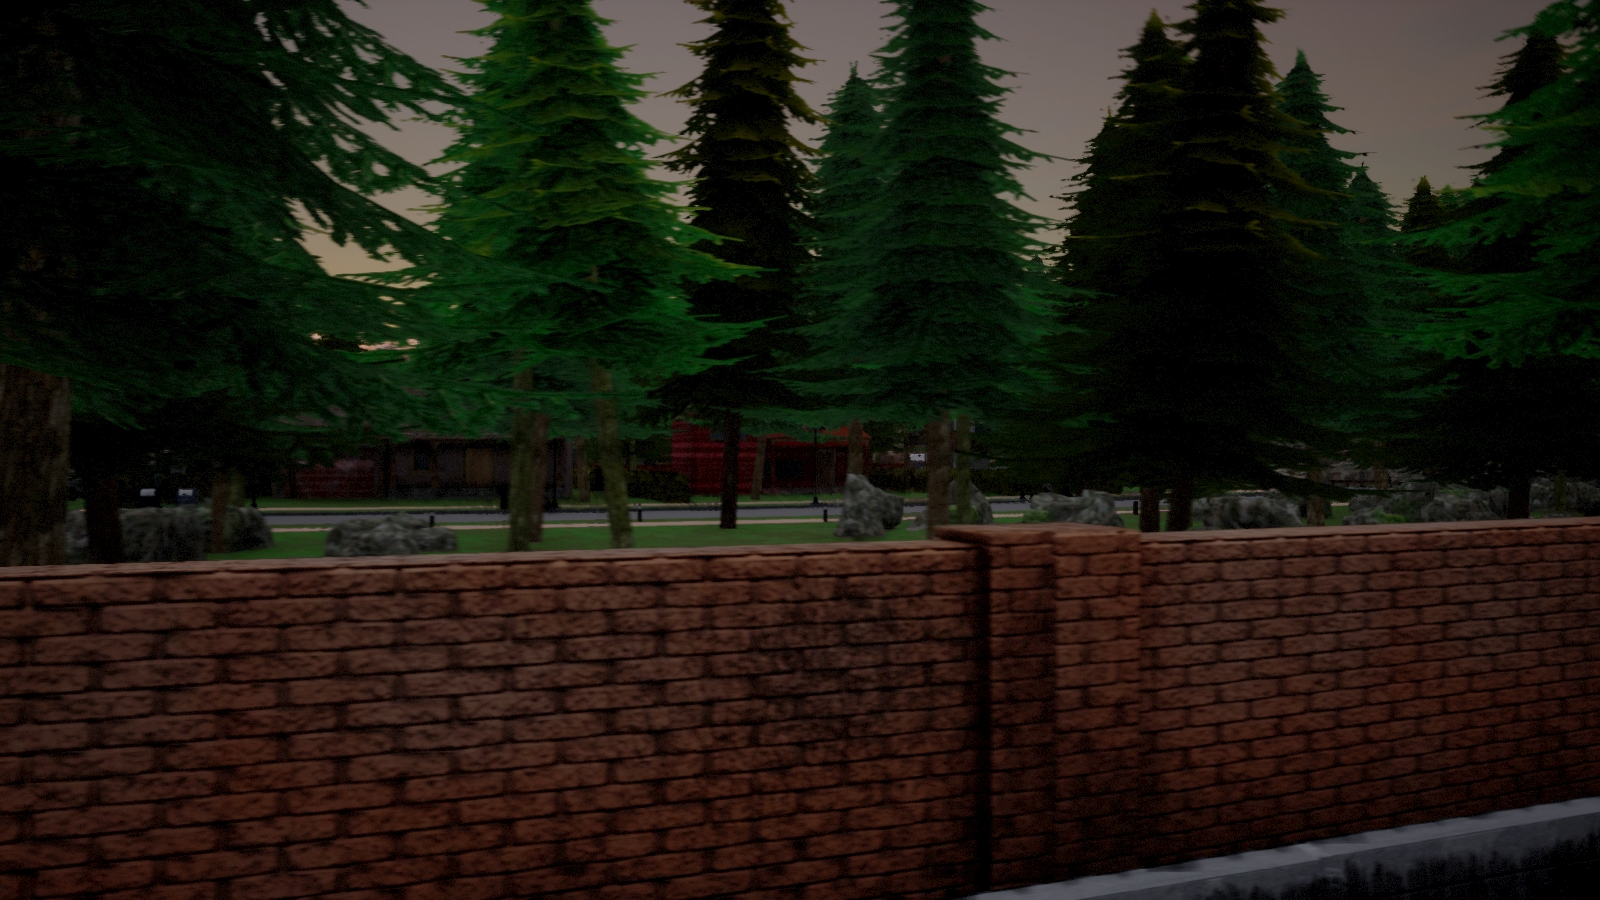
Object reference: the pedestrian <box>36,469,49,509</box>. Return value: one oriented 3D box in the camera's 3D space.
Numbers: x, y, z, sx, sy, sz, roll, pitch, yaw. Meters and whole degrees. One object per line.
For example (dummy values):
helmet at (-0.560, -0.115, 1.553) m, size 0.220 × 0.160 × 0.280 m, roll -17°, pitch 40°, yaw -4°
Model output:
pedestrian at (-35.102, 1.810, 52.943) m, size 0.375 × 1.860 × 0.375 m, roll 0°, pitch 0°, yaw -3°

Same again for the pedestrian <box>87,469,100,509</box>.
pedestrian at (-32.615, 1.808, 52.770) m, size 0.375 × 1.860 × 0.375 m, roll 0°, pitch 0°, yaw -1°
